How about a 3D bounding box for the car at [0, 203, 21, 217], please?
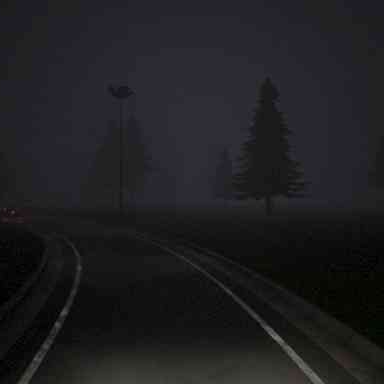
[{"bbox_3d":[-19.648,1.838,34.728,4.674,1.442,1.812,0,-1,41],"label":"car"}]
